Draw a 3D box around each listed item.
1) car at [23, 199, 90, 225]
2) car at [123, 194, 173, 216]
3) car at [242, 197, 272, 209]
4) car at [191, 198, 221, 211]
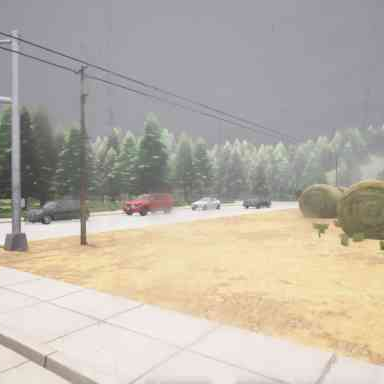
[{"bbox_3d":[-9.918,1.361,24.592,2.097,1.767,4.553,0,0,37],"label":"car"},{"bbox_3d":[-4.134,1.179,32.369,2.150,2.045,5.566,0,0,37],"label":"car"},{"bbox_3d":[8.466,1.410,43.123,2.033,1.411,5.357,0,0,37],"label":"car"},{"bbox_3d":[1.778,1.430,40.310,1.812,1.442,4.674,0,0,37],"label":"car"}]
